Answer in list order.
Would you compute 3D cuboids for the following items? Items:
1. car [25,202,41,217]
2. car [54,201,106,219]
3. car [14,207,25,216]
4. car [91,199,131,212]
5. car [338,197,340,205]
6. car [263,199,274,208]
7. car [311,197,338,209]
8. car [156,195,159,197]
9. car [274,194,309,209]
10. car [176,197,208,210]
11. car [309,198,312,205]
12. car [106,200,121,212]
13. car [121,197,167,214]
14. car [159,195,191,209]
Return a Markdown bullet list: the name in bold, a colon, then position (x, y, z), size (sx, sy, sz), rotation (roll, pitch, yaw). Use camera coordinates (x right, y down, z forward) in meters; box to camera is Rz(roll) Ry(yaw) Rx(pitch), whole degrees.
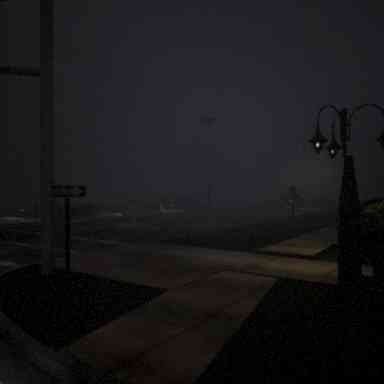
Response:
- **car**: position (-14.100, 1.802, 34.157), size (1.812, 1.442, 4.674), rotation (-1, 0, 36)
- **car**: position (-11.240, 1.736, 32.140), size (2.128, 1.511, 4.902), rotation (-1, 0, 36)
- **car**: position (-16.892, 1.832, 36.259), size (1.812, 1.442, 4.674), rotation (-1, 0, 36)
- **car**: position (-10.780, 1.798, 44.649), size (2.128, 1.511, 4.902), rotation (-1, 0, 36)
- **car**: position (25.420, 1.614, 56.634), size (1.837, 1.490, 4.892), rotation (-1, 0, 36)
- **car**: position (12.476, 1.736, 50.823), size (1.994, 1.385, 4.181), rotation (-1, 0, 37)
- **car**: position (19.273, 1.636, 48.199), size (1.812, 1.442, 4.674), rotation (-1, 0, 36)
- **car**: position (-4.767, 1.525, 52.889), size (2.150, 2.045, 5.566), rotation (-1, 0, 36)
- **car**: position (14.323, 1.363, 47.431), size (2.150, 2.045, 5.566), rotation (-1, 0, 39)
- **car**: position (0.216, 1.845, 47.838), size (1.895, 1.301, 4.718), rotation (-1, 0, 36)
- **car**: position (20.547, 1.689, 56.060), size (2.033, 1.411, 5.357), rotation (-1, 0, 36)
- **car**: position (-8.225, 1.753, 42.213), size (1.882, 1.535, 5.008), rotation (-1, 0, 36)
- **car**: position (-5.683, 1.722, 39.761), size (1.882, 1.535, 5.008), rotation (-1, 0, 36)
- **car**: position (-2.026, 1.496, 50.702), size (2.150, 2.045, 5.566), rotation (-1, 0, 36)
